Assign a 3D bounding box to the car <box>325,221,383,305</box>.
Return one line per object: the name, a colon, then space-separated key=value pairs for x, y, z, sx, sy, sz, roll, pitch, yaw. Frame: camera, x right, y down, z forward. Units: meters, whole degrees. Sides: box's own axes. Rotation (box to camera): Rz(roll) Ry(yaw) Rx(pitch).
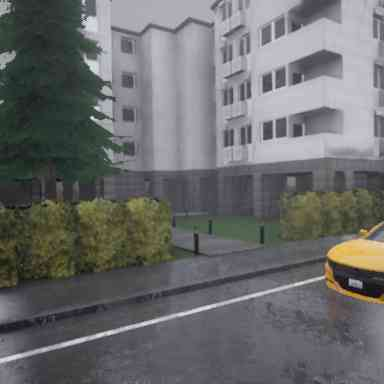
car: x=4.925 y=1.237 z=7.050 sx=5.008 sy=1.535 sz=1.882 roll=-2 pitch=1 yaw=-32
